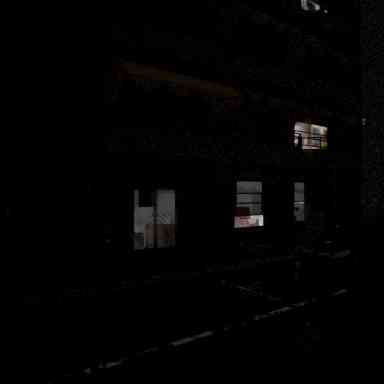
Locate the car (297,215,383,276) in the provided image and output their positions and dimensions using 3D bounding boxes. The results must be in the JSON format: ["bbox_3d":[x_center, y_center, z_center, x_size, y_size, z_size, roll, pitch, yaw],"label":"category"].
[{"bbox_3d":[5.042,1.582,10.230,4.206,1.307,1.802,0,0,-36],"label":"car"}]

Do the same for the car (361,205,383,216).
[{"bbox_3d":[16.822,1.888,32.091,1.895,1.301,4.718,0,-1,-36],"label":"car"}]
